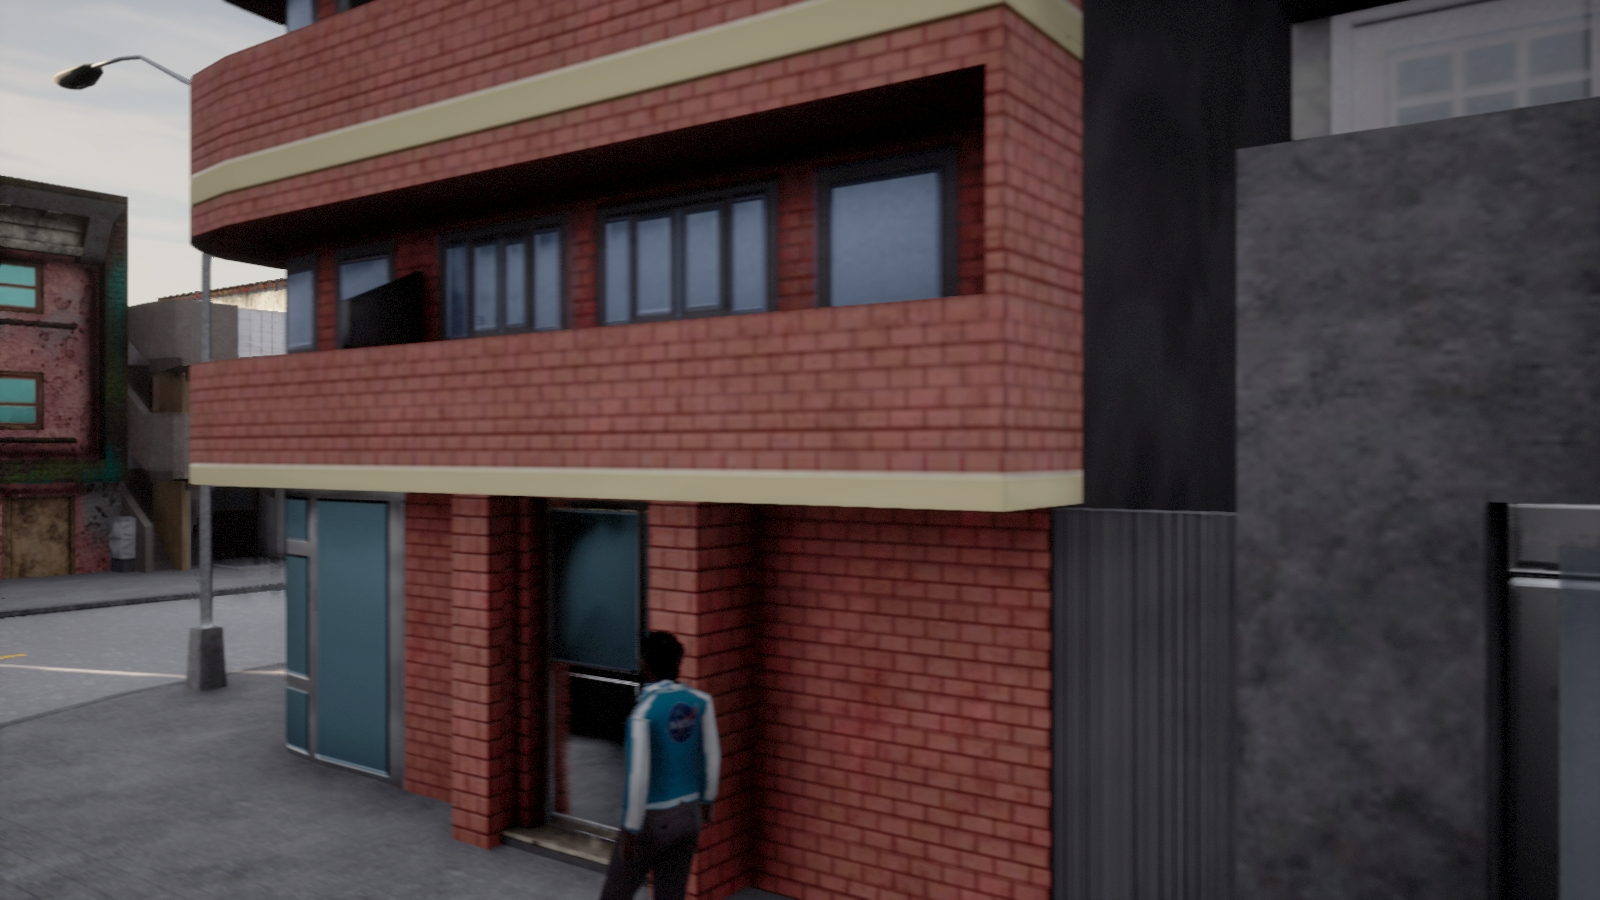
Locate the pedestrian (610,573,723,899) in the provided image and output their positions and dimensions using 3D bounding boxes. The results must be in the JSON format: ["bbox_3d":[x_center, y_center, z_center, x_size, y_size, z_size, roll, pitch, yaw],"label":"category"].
[{"bbox_3d":[-0.618,1.529,5.285,0.375,1.860,0.375,0,0,-40],"label":"pedestrian"}]
